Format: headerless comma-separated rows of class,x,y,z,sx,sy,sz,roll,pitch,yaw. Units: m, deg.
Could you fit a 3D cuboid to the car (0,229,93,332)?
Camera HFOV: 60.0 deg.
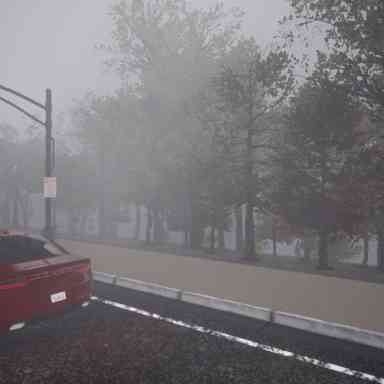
car,-4.086,1.477,6.598,5.008,1.535,1.882,0,0,36
